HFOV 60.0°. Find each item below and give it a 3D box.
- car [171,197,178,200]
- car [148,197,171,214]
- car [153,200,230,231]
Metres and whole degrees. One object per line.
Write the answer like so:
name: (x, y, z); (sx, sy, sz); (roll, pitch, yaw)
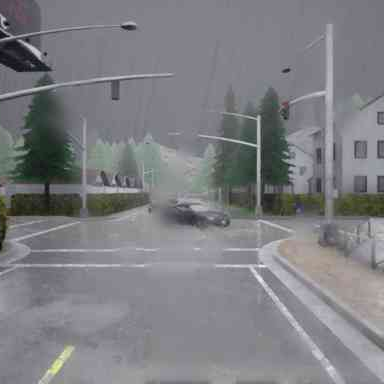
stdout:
car: (-3.497, 1.547, 58.509); (2.033, 1.411, 5.357); (0, 0, 0)
car: (-3.591, 1.525, 36.117); (1.812, 1.442, 4.674); (0, 0, 0)
car: (0.044, 1.401, 19.648); (4.674, 1.442, 1.812); (-1, 1, 45)
